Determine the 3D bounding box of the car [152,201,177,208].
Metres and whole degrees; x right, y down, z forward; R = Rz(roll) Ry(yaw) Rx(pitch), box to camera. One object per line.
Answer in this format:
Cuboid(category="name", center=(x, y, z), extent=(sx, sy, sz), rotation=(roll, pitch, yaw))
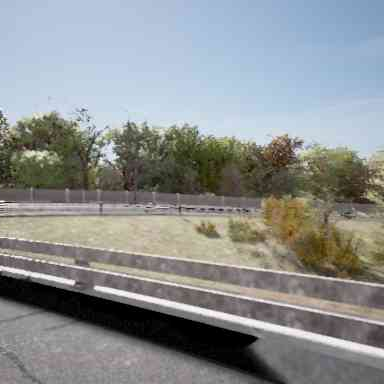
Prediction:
Cuboid(category="car", center=(-4.602, 2.012, 48.912), extent=(5.008, 1.535, 1.882), rotation=(3, -2, -29))
